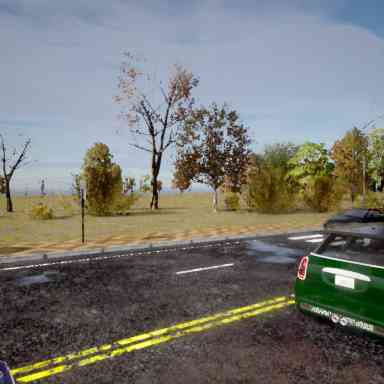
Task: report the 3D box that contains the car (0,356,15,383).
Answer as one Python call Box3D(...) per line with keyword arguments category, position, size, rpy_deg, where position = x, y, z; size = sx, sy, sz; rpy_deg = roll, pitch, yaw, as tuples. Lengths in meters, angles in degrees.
Box3D(category="car", position=(-3.061, 1.352, 1.199), size=(4.553, 1.767, 2.097), rpy_deg=(0, 0, -36))

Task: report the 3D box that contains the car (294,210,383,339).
Box3D(category="car", position=(4.027, 1.351, 6.137), size=(4.553, 1.767, 2.097), rpy_deg=(0, 0, -34))

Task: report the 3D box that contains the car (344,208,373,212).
Box3D(category="car", position=(8.714, 1.560, 17.269), size=(4.181, 1.385, 1.994), rpy_deg=(0, 0, -32))
